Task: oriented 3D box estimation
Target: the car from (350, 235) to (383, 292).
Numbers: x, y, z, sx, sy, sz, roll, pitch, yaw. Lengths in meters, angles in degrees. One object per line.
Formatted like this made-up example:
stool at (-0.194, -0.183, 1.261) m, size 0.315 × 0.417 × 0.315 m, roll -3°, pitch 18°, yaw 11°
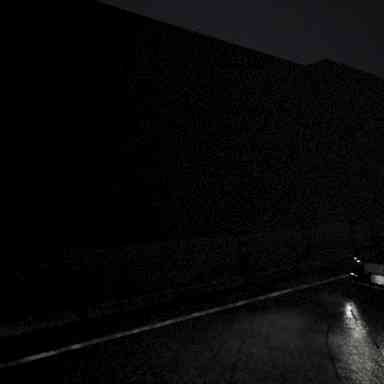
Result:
car at (5.749, 1.494, 8.034) m, size 4.902 × 1.511 × 2.128 m, roll 0°, pitch 0°, yaw -35°
